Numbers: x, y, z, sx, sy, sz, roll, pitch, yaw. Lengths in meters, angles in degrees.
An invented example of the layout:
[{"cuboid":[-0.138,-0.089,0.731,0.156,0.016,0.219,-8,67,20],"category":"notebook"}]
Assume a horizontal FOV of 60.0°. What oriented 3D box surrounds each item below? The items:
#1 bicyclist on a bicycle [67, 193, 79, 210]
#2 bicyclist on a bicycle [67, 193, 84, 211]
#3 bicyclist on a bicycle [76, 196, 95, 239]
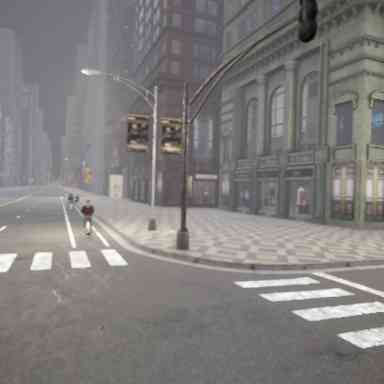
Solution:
[{"cuboid":[-11.640,0.974,31.741,0.659,1.776,1.843,3,-2,-34],"category":"bicyclist on a bicycle"},{"cuboid":[-11.737,0.990,33.432,0.582,1.620,1.656,29,-17,-29],"category":"bicyclist on a bicycle"},{"cuboid":[-4.730,1.178,15.033,0.659,1.776,1.843,1,1,-22],"category":"bicyclist on a bicycle"}]
